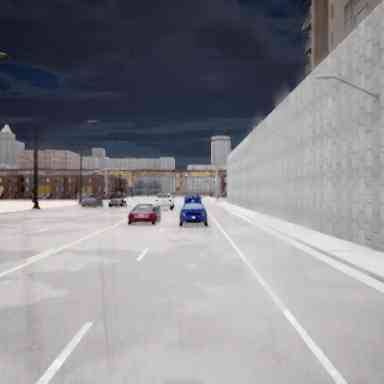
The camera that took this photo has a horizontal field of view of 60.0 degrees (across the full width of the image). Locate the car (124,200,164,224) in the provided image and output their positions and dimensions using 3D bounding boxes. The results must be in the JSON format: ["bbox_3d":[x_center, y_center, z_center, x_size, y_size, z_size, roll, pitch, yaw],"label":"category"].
[{"bbox_3d":[-3.398,1.540,24.272,1.994,1.385,4.181,0,0,0],"label":"car"}]

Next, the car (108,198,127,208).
[{"bbox_3d":[-10.567,1.517,47.428,1.994,1.385,4.181,0,0,0],"label":"car"}]

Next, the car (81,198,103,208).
[{"bbox_3d":[-14.067,1.501,47.151,2.033,1.411,5.357,0,0,0],"label":"car"}]

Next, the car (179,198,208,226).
[{"bbox_3d":[0.104,1.454,23.449,1.882,1.535,5.008,0,0,0],"label":"car"}]

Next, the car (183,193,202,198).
[{"bbox_3d":[0.105,1.176,42.275,2.150,2.045,5.566,0,0,0],"label":"car"}]

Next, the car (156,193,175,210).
[{"bbox_3d":[-3.408,1.176,42.457,2.150,2.045,5.566,0,0,0],"label":"car"}]
